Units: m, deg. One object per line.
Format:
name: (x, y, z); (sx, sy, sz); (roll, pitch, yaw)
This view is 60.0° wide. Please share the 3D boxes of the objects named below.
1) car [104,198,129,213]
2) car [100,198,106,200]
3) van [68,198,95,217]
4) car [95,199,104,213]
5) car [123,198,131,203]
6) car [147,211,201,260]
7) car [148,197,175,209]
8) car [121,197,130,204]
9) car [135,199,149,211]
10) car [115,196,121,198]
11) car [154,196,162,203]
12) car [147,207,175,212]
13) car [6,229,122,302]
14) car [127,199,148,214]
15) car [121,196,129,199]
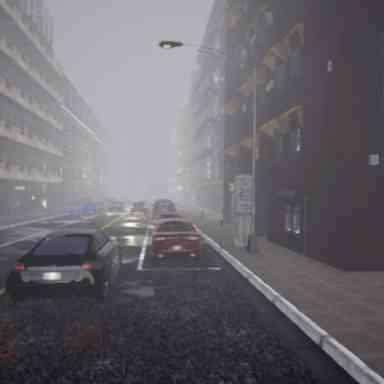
car: (-9.735, 1.868, 43.137); (2.033, 1.411, 5.357); (1, -1, -6)
car: (-12.670, 1.891, 45.423); (1.802, 1.307, 4.206); (0, -1, -6)
van: (-11.439, 1.551, 34.165); (1.690, 1.788, 3.998); (0, 0, -6)
car: (-12.053, 1.841, 39.794); (1.802, 1.307, 4.206); (0, 0, -6)
car: (-17.611, 2.280, 90.463); (1.947, 1.339, 4.313); (0, -1, -6)
car: (-0.720, 1.670, 12.856); (1.887, 1.381, 4.507); (0, 0, -6)
car: (-2.525, 1.583, 29.408); (2.192, 1.841, 5.009); (0, 0, -6)
car: (-16.997, 2.102, 84.834); (1.967, 1.590, 4.097); (0, -1, -6)
car: (-7.416, 1.891, 49.582); (1.882, 1.535, 5.008); (1, -1, -6)
car: (-13.938, 1.724, 56.682); (2.192, 1.841, 5.009); (0, -1, -6)
car: (-9.278, 2.137, 91.341); (2.192, 1.841, 5.009); (0, -1, -6)
car: (-1.297, 1.737, 18.146); (1.947, 1.339, 4.313); (0, 0, -6)
car: (-2.937, 1.620, 8.469); (1.994, 1.385, 4.181); (1, -1, -6)
car: (-6.250, 1.849, 39.338); (1.812, 1.442, 4.674); (1, -1, -6)
car: (-15.769, 2.111, 73.573); (2.008, 1.369, 4.403); (0, -1, -6)
